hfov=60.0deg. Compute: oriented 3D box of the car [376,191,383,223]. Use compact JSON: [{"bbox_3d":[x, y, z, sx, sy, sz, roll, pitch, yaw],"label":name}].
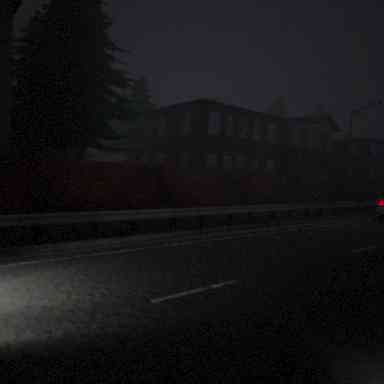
[{"bbox_3d":[12.395,0.769,18.623,5.566,2.045,2.150,0,4,-40],"label":"car"}]
